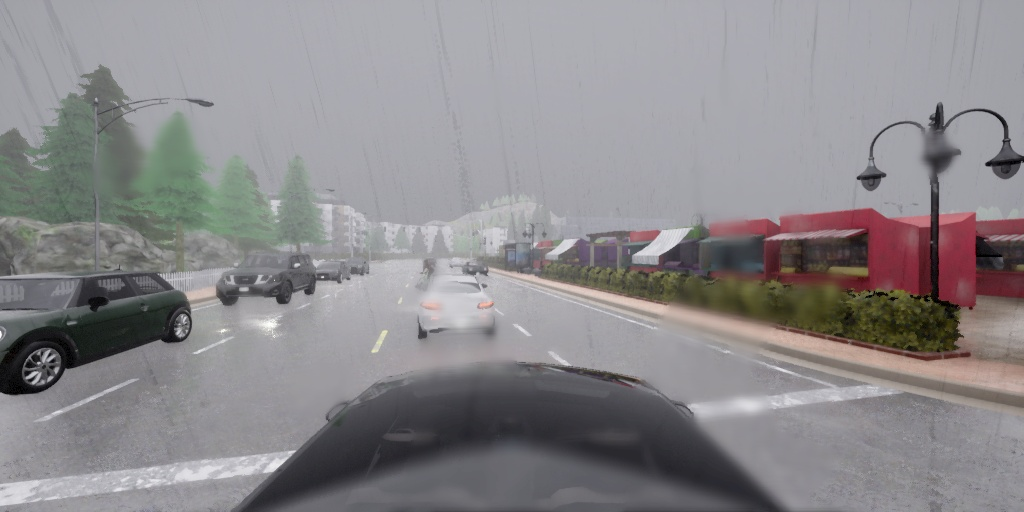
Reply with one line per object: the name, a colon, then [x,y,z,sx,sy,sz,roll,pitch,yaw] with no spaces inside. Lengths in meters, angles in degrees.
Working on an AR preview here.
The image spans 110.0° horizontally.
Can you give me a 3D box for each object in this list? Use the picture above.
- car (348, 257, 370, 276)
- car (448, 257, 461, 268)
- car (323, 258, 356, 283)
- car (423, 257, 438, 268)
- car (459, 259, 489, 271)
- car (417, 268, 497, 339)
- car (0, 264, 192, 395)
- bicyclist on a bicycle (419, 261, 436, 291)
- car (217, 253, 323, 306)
car: [-14.632,0.877,33.311,2.097,1.767,4.553,0,0,-13]
car: [-7.914,0.922,50.927,1.812,1.442,4.674,0,0,-13]
car: [-12.704,1.088,25.338,1.837,1.490,4.892,0,0,-14]
car: [-11.532,0.901,50.815,1.837,1.490,4.892,0,0,-13]
car: [-3.408,1.134,32.363,1.895,1.301,4.718,0,0,-14]
car: [-1.602,1.224,9.896,1.812,1.442,4.674,0,0,-13]
car: [-8.096,1.076,6.311,2.097,1.767,4.553,0,0,-13]
bicyclist on a bicycle: [-4.568,1.079,19.707,0.582,1.620,1.656,0,1,24]
car: [-10.366,0.876,15.728,2.150,2.045,5.566,0,0,-14]
